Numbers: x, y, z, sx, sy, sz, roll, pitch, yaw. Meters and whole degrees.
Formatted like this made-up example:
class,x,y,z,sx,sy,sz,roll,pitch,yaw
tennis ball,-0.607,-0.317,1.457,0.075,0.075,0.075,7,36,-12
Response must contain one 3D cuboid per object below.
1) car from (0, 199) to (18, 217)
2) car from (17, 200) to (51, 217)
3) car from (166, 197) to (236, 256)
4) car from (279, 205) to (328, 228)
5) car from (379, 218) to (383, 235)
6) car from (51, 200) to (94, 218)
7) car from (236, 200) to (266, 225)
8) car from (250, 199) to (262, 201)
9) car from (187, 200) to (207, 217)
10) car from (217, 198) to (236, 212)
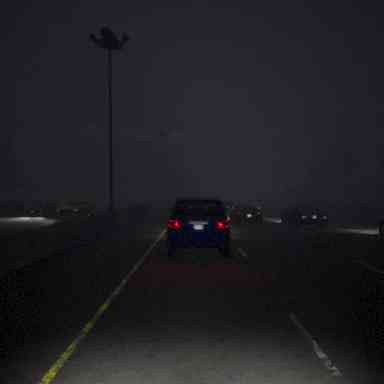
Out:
class,x,y,z,sx,sy,sz,roll,pitch,yaw
car,-17.164,1.412,30.723,1.882,1.535,5.008,0,0,1
car,-13.668,1.509,30.499,1.994,1.385,4.181,0,0,1
car,0.236,1.198,13.105,2.150,2.045,5.566,0,0,1
car,7.345,1.555,22.363,2.033,1.411,5.357,0,0,1
car,10.765,1.517,15.615,1.837,1.490,4.892,0,0,1
car,-10.194,1.433,29.302,1.882,1.535,5.008,0,0,1
car,3.868,1.561,24.325,1.994,1.385,4.181,0,0,1
car,7.551,1.549,39.719,1.812,1.442,4.674,0,0,1
car,0.468,1.519,32.704,1.812,1.442,4.674,0,0,1
car,4.052,1.537,39.785,1.812,1.442,4.674,0,0,1
